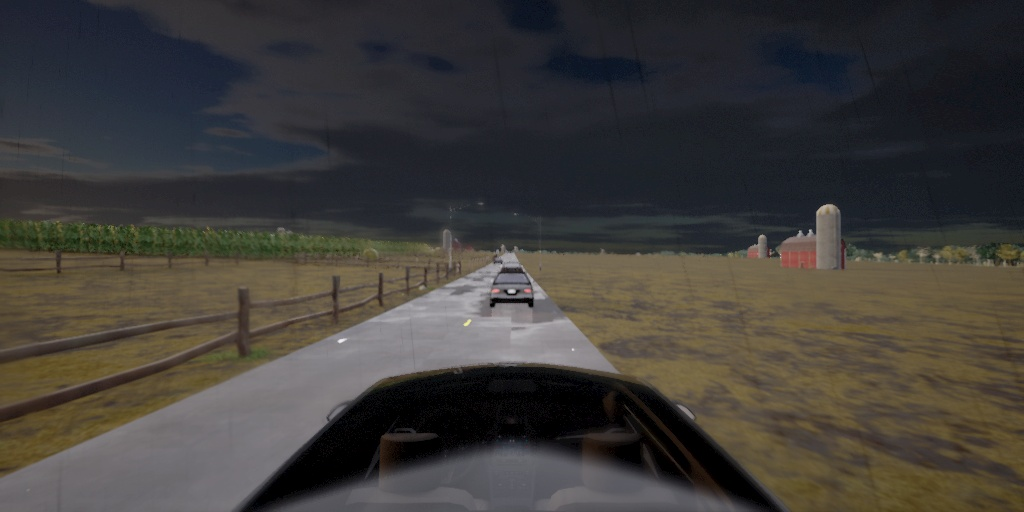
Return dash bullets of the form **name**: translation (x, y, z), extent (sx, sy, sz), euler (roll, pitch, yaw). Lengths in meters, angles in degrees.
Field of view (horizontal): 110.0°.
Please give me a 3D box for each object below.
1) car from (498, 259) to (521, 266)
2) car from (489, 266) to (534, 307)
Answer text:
- **car**: translation (-0.016, 1.262, 31.311), extent (1.882, 1.535, 5.008), euler (0, 0, 0)
- **car**: translation (-0.009, 1.368, 15.838), extent (2.033, 1.411, 5.357), euler (0, 0, 0)
